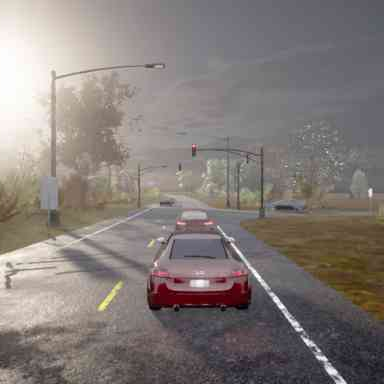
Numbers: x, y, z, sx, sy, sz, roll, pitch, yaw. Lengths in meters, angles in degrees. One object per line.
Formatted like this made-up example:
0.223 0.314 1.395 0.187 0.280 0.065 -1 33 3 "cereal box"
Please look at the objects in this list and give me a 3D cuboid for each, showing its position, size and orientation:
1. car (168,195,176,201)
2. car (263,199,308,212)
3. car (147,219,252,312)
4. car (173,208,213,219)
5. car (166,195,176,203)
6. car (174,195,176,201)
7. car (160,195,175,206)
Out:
-4.941 1.483 83.186 1.882 1.535 5.008 0 0 -2 "car"
10.514 1.499 37.505 4.902 1.511 2.128 0 0 7 "car"
0.102 1.564 7.806 1.994 1.385 4.181 0 0 -1 "car"
0.067 1.526 16.566 1.812 1.442 4.674 0 0 -2 "car"
-4.583 1.482 72.738 1.882 1.535 5.008 0 0 -2 "car"
-4.345 1.567 62.364 1.994 1.385 4.181 0 0 -1 "car"
-4.140 1.603 53.175 1.895 1.301 4.718 0 0 -1 "car"
